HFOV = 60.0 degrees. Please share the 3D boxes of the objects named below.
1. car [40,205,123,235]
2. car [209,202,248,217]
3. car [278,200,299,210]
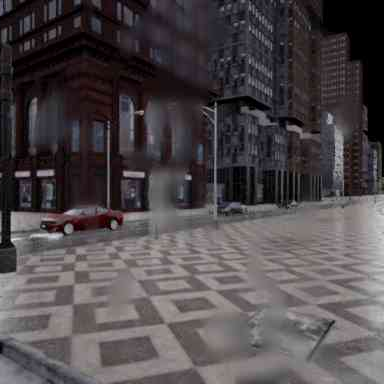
[{"bbox_3d":[-6.307,1.539,19.479,1.882,1.535,5.008,0,0,36],"label":"car"},{"bbox_3d":[3.794,1.689,33.688,2.033,1.411,5.357,0,0,35],"label":"car"},{"bbox_3d":[13.898,1.788,47.747,1.994,1.385,4.181,0,0,35],"label":"car"}]
